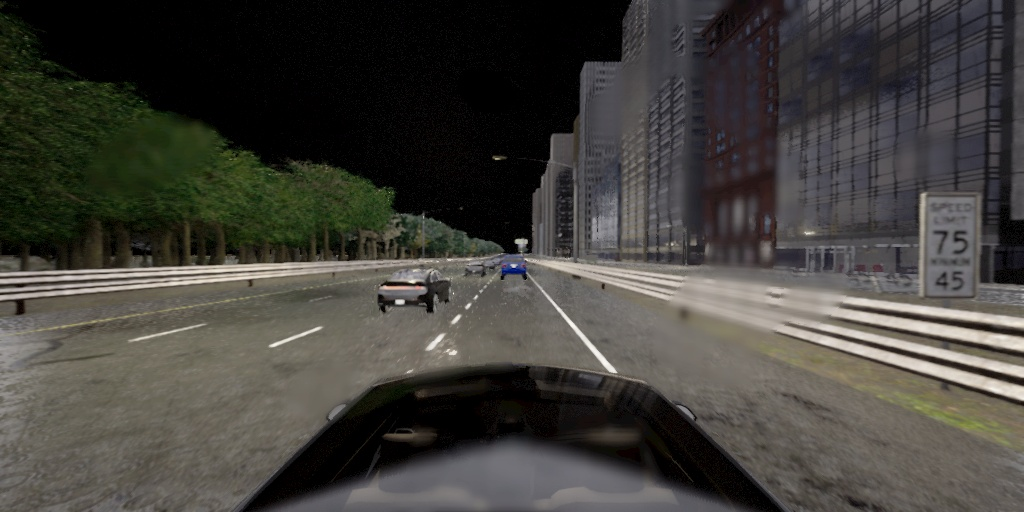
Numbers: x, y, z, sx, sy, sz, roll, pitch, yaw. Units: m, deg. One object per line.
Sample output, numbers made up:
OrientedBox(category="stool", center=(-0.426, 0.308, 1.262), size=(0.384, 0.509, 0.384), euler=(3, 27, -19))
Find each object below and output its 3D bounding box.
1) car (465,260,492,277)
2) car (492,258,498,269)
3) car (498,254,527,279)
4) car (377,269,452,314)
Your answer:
OrientedBox(category="car", center=(-3.481, 1.223, 35.273), size=(2.128, 1.511, 4.902), euler=(0, 0, 0))
OrientedBox(category="car", center=(-3.519, 1.317, 55.258), size=(1.994, 1.385, 4.181), euler=(0, 0, 0))
OrientedBox(category="car", center=(0.158, 0.972, 32.409), size=(2.150, 2.045, 5.566), euler=(0, 0, 0))
OrientedBox(category="car", center=(-3.485, 1.221, 13.587), size=(2.128, 1.511, 4.902), euler=(0, 0, 0))
